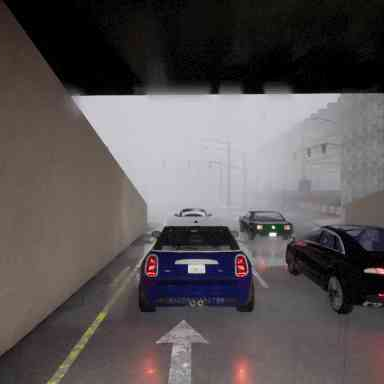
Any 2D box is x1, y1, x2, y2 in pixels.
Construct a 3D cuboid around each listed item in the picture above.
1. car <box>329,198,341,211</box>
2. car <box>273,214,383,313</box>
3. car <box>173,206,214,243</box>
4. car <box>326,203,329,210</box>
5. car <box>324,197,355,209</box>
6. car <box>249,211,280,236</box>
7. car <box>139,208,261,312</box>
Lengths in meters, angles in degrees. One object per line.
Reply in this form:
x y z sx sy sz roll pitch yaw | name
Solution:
17.403 1.453 34.732 2.038 1.542 4.974 0 0 -35 | car
3.581 1.492 7.623 2.128 1.511 4.902 0 0 0 | car
0.063 1.526 16.940 1.812 1.442 4.674 0 0 0 | car
17.504 1.453 39.339 2.038 1.542 4.974 0 0 45 | car
17.540 1.295 39.376 1.853 1.218 4.536 0 0 45 | car
3.585 1.601 16.949 1.895 1.301 4.718 0 0 0 | car
0.081 1.352 7.888 2.097 1.767 4.553 0 0 0 | car
